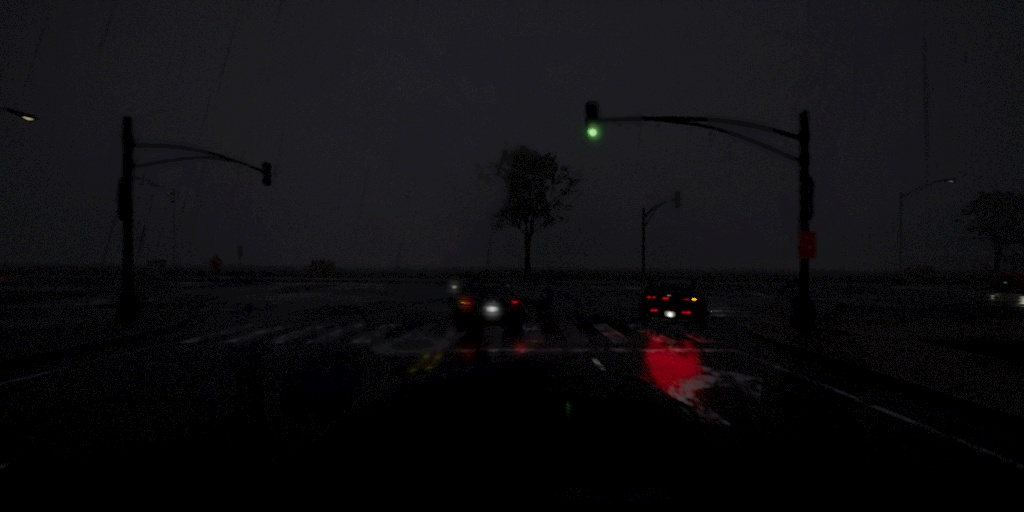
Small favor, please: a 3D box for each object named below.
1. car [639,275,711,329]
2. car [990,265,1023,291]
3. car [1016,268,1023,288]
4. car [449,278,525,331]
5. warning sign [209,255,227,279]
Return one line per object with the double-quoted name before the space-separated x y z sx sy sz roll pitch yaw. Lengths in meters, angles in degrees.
"car" 5.489 1.376 11.993 1.837 1.490 4.892 0 -1 28
"car" 35.962 1.458 24.063 5.566 2.045 2.150 0 0 2
"car" 33.427 1.694 20.880 5.008 1.535 1.882 0 0 2
"car" -0.952 1.400 11.502 1.994 1.385 4.181 0 0 -12
"warning sign" -23.442 0.827 28.387 1.060 1.860 1.300 0 0 2
